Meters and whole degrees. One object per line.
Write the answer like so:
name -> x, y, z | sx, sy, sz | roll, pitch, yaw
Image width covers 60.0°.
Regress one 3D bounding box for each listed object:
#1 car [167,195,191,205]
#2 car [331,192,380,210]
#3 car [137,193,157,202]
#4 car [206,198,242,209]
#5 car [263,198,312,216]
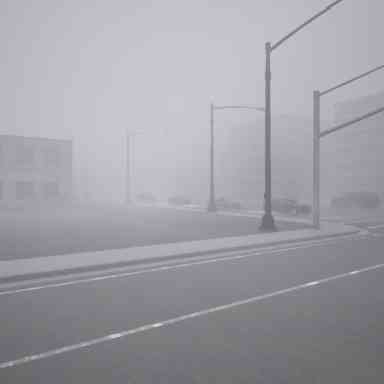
car -> -1.885, 1.120, 47.934 | 1.994, 1.385, 4.181 | 0, 1, -34
car -> 20.019, 1.063, 40.964 | 2.150, 2.045, 5.566 | 0, 1, -33
car -> -7.640, 0.866, 56.399 | 2.128, 1.511, 4.902 | 0, 1, -34
car -> 3.769, 1.332, 39.667 | 1.895, 1.301, 4.718 | 0, 1, -34
car -> 9.066, 1.345, 31.972 | 1.882, 1.535, 5.008 | 0, 1, -35
